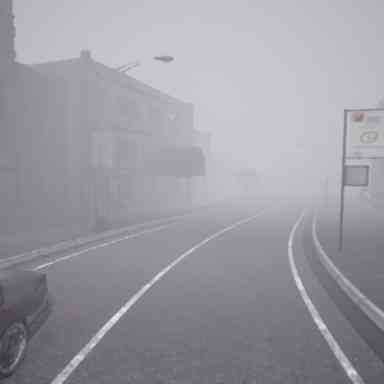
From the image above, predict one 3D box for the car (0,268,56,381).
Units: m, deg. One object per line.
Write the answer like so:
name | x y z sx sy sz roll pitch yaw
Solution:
car | -3.113 1.505 2.708 2.033 1.411 5.357 1 1 4
